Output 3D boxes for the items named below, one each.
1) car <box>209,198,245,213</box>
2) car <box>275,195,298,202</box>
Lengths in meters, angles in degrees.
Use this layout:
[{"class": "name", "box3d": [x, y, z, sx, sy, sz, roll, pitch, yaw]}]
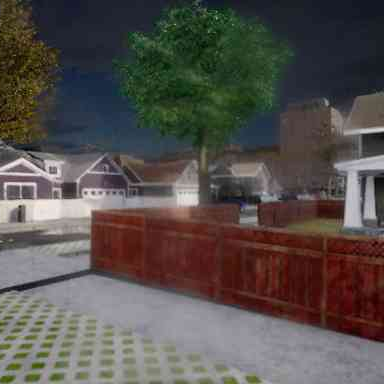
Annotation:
[{"class": "car", "box3d": [3.508, 1.390, 33.411, 1.882, 1.535, 5.008, 0, 0, 36]}, {"class": "car", "box3d": [13.468, 1.205, 47.212, 2.097, 1.767, 4.553, 0, 0, 36]}]
